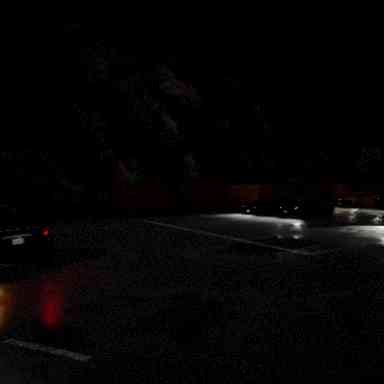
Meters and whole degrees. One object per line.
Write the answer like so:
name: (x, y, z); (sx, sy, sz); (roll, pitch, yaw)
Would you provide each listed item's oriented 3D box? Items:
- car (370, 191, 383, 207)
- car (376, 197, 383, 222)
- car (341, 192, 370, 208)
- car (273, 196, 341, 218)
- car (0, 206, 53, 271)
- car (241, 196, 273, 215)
car: (19.481, 0.471, 30.974); (5.566, 2.045, 2.150); (-2, 1, -32)
car: (12.445, 1.107, 18.329); (4.181, 1.385, 1.994); (-1, 1, -32)
car: (16.833, 0.721, 33.448); (5.008, 1.535, 1.882); (-1, 1, -32)
car: (8.363, 1.022, 24.023); (4.674, 1.442, 1.812); (-1, 1, -32)
car: (-6.063, 1.255, 9.590); (4.553, 1.767, 2.097); (0, 1, 36)
car: (6.563, 1.015, 27.032); (5.357, 1.411, 2.033); (-1, 1, -32)
